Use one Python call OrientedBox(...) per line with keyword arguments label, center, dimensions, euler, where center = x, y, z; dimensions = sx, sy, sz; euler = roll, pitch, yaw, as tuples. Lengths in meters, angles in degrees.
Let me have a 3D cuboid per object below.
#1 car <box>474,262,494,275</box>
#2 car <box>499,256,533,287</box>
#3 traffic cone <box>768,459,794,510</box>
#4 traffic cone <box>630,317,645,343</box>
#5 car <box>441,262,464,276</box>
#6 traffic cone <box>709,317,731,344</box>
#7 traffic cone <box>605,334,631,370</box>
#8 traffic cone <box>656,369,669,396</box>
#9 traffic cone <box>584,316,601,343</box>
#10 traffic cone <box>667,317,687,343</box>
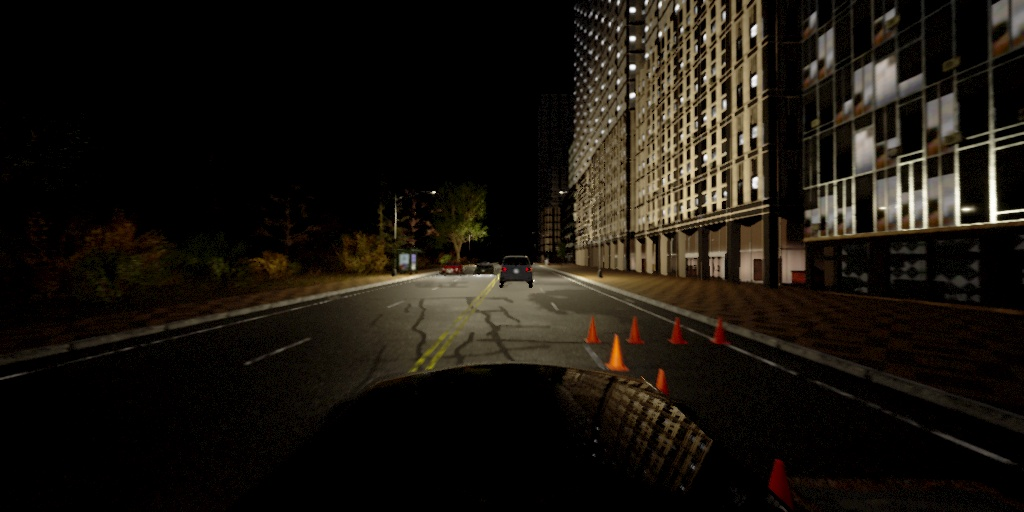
OrientedBox(label="car", center=(-3.017, 1.382, 39.912), dimensions=(1.994, 1.385, 4.181), euler=(0, 0, 1))
OrientedBox(label="car", center=(0.290, 1.013, 24.937), dimensions=(2.150, 2.045, 5.566), euler=(0, 0, 1))
OrientedBox(label="traffic cone", center=(1.856, 1.717, 2.492), dimensions=(0.340, 0.580, 0.340), euler=(0, 0, 1))
OrientedBox(label="traffic cone", center=(2.908, 1.730, 8.483), dimensions=(0.340, 0.580, 0.340), euler=(0, 0, 0))
OrientedBox(label="car", center=(-6.284, 1.318, 38.461), dimensions=(1.812, 1.442, 4.674), euler=(0, 0, 1))
OrientedBox(label="traffic cone", center=(4.908, 1.741, 8.465), dimensions=(0.340, 0.580, 0.340), euler=(0, 0, 1))
OrientedBox(label="traffic cone", center=(1.891, 1.720, 6.491), dimensions=(0.340, 0.580, 0.340), euler=(0, 0, 1))
OrientedBox(label="traffic cone", center=(1.873, 1.718, 4.492), dimensions=(0.340, 0.580, 0.340), euler=(0, 0, 1))
OrientedBox(label="traffic cone", center=(1.909, 1.724, 8.491), dimensions=(0.340, 0.580, 0.340), euler=(0, 0, 0))
OrientedBox(label="traffic cone", center=(3.908, 1.736, 8.474), dimensions=(0.340, 0.580, 0.340), euler=(0, 0, 0))
